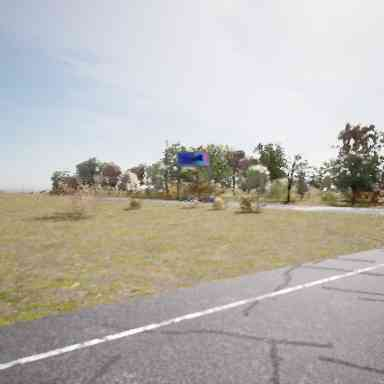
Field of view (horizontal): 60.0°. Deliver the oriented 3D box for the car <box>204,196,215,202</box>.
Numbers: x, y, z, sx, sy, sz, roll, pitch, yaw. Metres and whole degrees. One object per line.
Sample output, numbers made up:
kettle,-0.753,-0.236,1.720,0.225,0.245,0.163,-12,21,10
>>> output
car,3.376,1.407,66.198,2.033,1.411,5.357,0,0,-33
